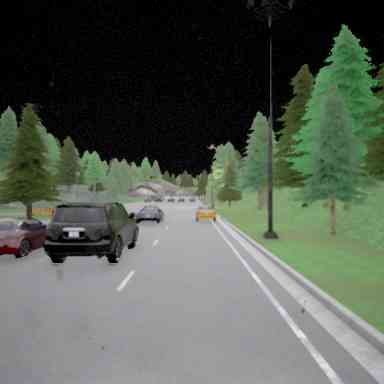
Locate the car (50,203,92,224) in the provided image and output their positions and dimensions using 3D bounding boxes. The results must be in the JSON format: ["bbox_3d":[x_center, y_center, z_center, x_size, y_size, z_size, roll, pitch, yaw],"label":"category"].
[{"bbox_3d":[-10.470,1.800,29.241,1.882,1.535,5.008,0,0,0],"label":"car"}]

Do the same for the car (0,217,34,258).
[{"bbox_3d":[-6.978,1.714,13.450,1.994,1.385,4.181,0,-1,1],"label":"car"}]

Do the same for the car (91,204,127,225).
[{"bbox_3d":[-6.976,1.822,28.481,1.837,1.490,4.892,0,0,0],"label":"car"}]

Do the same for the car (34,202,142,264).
[{"bbox_3d":[-3.488,1.365,12.539,2.150,2.045,5.566,0,0,0],"label":"car"}]

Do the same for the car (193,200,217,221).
[{"bbox_3d":[1.234,1.791,30.397,1.801,1.575,5.366,0,-1,0],"label":"car"}]

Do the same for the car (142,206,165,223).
[{"bbox_3d":[-3.478,1.878,28.424,1.994,1.385,4.181,0,-1,0],"label":"car"}]
